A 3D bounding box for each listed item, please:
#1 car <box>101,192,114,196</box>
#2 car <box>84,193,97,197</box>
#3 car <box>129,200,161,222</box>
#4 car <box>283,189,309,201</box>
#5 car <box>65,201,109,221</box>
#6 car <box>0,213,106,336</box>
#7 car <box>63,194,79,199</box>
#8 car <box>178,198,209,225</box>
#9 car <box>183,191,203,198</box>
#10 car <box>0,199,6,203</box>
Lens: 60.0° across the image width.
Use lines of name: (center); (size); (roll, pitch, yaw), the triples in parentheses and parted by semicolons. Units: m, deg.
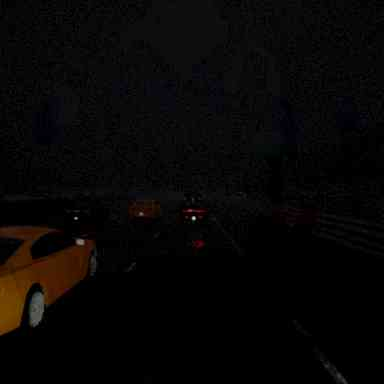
car: (-17.509, 0.847, 69.173); (2.097, 1.767, 4.553); (0, 0, 0)
car: (-21.009, 0.992, 69.143); (1.837, 1.490, 4.892); (0, 0, 0)
car: (-3.403, 1.310, 24.864); (1.882, 1.535, 5.008); (0, 0, 0)
car: (18.025, 0.469, 58.032); (2.150, 2.045, 5.566); (0, -1, -17)
car: (-6.903, 1.342, 22.239); (2.128, 1.511, 4.902); (0, 0, 0)
car: (-3.401, 1.433, 6.691); (1.882, 1.535, 5.008); (0, 0, 0)
car: (-24.509, 1.105, 67.447); (1.895, 1.301, 4.718); (0, 0, 0)
car: (0.099, 1.351, 22.570); (1.837, 1.490, 4.892); (0, 0, 0)
car: (0.094, 0.943, 40.101); (2.150, 2.045, 5.566); (0, 1, 0)
car: (-17.601, 1.297, 28.496); (2.128, 1.511, 4.902); (0, 0, 0)
